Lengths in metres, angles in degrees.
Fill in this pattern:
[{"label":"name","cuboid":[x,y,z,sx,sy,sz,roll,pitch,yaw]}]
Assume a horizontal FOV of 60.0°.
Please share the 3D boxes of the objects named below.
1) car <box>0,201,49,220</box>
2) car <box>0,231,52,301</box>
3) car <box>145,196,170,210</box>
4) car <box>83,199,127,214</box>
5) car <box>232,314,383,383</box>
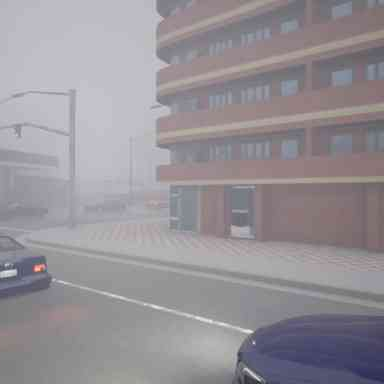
[{"label":"car","cuboid":[-14.438,1.523,27.985,1.812,1.442,4.674,0,0,34]},{"label":"car","cuboid":[-5.342,1.545,7.693,5.357,1.411,2.033,0,0,38]},{"label":"car","cuboid":[-4.063,1.389,43.244,2.097,1.767,4.553,0,0,34]},{"label":"car","cuboid":[-9.250,1.494,35.629,1.882,1.535,5.008,0,0,34]},{"label":"car","cuboid":[2.513,1.536,2.201,4.674,1.442,1.812,0,0,35]}]
